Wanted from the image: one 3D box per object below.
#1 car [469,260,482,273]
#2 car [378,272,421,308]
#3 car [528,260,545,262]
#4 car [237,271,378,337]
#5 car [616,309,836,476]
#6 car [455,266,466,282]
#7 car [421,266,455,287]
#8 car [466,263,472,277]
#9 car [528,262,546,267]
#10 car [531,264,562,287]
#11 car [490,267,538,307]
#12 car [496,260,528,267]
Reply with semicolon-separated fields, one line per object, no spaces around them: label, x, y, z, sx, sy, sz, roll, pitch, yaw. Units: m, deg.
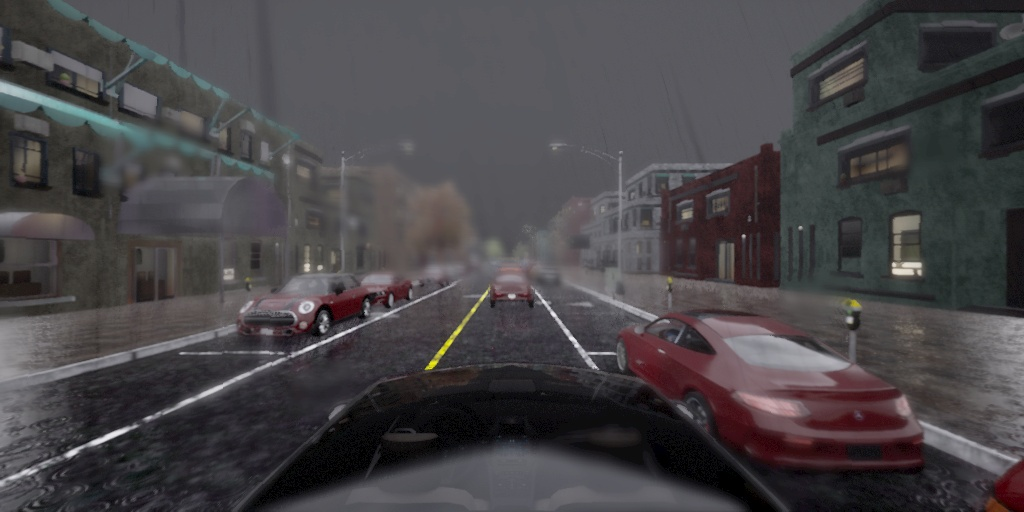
car;-5.702;1.556;54.727;2.192;1.841;5.009;0;0;0
car;-5.691;1.426;15.890;1.888;1.381;4.507;0;0;0
car;2.684;1.403;38.087;2.192;1.841;5.009;0;0;0
car;-5.690;1.270;10.342;1.967;1.591;4.097;0;0;0
car;2.693;1.361;4.798;1.802;1.307;4.207;0;0;0
car;-5.696;1.587;32.534;2.007;1.370;4.403;0;0;0
car;-5.694;1.567;26.986;1.802;1.307;4.207;0;0;0
car;-5.697;1.670;38.083;1.802;1.307;4.207;0;0;0
car;2.686;1.562;32.708;1.751;1.417;4.829;0;0;0
car;2.687;1.551;26.991;1.948;1.339;4.313;0;0;0
car;-0.001;1.411;16.227;1.812;1.442;4.674;0;0;0
car;-0.007;1.372;30.915;2.097;1.767;4.553;0;-1;0
